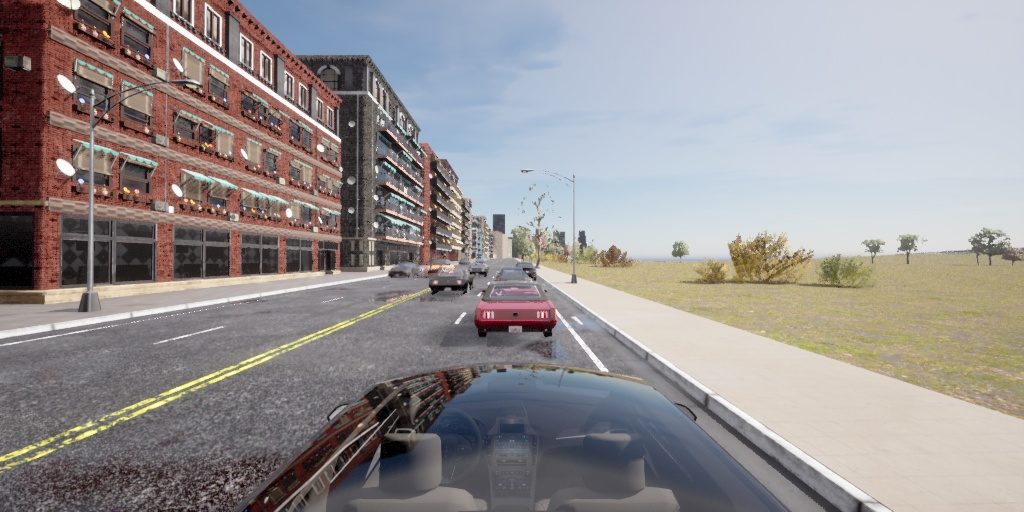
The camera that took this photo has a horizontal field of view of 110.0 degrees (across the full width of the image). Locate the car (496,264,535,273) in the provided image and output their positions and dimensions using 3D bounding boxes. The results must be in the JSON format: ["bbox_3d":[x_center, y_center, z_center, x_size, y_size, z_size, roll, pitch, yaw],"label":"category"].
[{"bbox_3d":[0.034,1.317,20.277,1.994,1.385,4.181,0,0,0],"label":"car"}]

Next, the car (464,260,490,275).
[{"bbox_3d":[-3.255,1.355,35.652,1.895,1.301,4.718,0,0,0],"label":"car"}]

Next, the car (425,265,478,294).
[{"bbox_3d":[-3.207,1.353,20.041,1.895,1.301,4.718,0,0,0],"label":"car"}]

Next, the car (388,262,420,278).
[{"bbox_3d":[-9.950,1.301,33.704,2.033,1.411,5.357,0,0,0],"label":"car"}]

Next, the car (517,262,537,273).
[{"bbox_3d":[1.049,1.259,30.270,1.837,1.490,4.892,0,0,0],"label":"car"}]

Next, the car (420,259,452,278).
[{"bbox_3d":[-6.699,1.105,33.214,2.097,1.767,4.553,0,0,0],"label":"car"}]

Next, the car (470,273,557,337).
[{"bbox_3d":[0.074,1.352,10.246,1.895,1.301,4.718,0,0,0],"label":"car"}]
